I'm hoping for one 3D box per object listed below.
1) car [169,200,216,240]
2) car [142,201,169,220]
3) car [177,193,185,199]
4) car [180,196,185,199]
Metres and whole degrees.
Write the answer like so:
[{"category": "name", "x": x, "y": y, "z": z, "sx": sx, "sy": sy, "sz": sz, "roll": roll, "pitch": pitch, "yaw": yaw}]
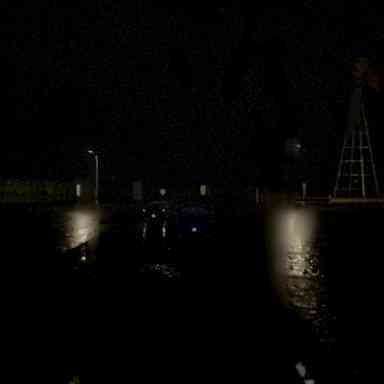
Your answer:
[{"category": "car", "x": 0.098, "y": 1.372, "z": 16.247, "sx": 1.882, "sy": 1.535, "sz": 5.008, "roll": 0, "pitch": 1, "yaw": 0}, {"category": "car", "x": -2.800, "y": 1.426, "z": 26.634, "sx": 1.895, "sy": 1.301, "sz": 4.718, "roll": 0, "pitch": 0, "yaw": 1}, {"category": "car", "x": -2.762, "y": 0.954, "z": 83.599, "sx": 1.994, "sy": 1.385, "sz": 4.181, "roll": 0, "pitch": 0, "yaw": 0}, {"category": "car", "x": 0.097, "y": 1.364, "z": 27.836, "sx": 2.033, "sy": 1.411, "sz": 5.357, "roll": 0, "pitch": 0, "yaw": 0}]
